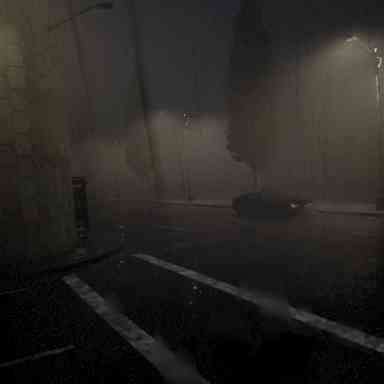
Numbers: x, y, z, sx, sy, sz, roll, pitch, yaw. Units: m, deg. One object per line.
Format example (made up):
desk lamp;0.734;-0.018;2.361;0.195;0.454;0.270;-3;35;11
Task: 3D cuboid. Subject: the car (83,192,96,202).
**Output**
car;-14.360;0.666;43.804;2.033;1.411;5.357;-6;3;-35

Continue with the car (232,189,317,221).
car;4.227;0.605;17.885;2.128;1.511;4.902;-6;3;-36
